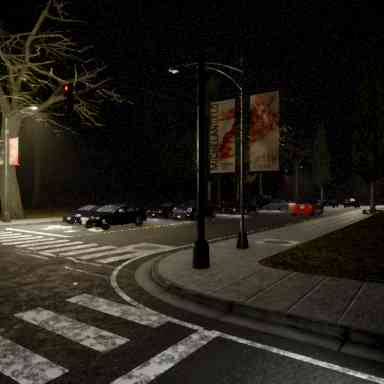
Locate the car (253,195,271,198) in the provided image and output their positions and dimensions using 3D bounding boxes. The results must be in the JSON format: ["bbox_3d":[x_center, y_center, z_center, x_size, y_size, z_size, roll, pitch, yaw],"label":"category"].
[{"bbox_3d":[9.898,1.472,48.600,2.150,2.045,5.566,0,0,38],"label":"car"}]

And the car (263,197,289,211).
[{"bbox_3d":[11.821,1.772,45.694,1.812,1.442,4.674,0,0,36],"label":"car"}]

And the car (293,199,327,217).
[{"bbox_3d":[12.112,1.547,34.539,2.097,1.767,4.553,0,0,35],"label":"car"}]

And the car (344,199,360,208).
[{"bbox_3d":[26.374,1.892,54.807,2.128,1.511,4.902,0,-1,35],"label":"car"}]

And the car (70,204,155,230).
[{"bbox_3d":[-5.035,1.567,21.821,2.128,1.511,4.902,0,0,35],"label":"car"}]

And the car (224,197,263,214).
[{"bbox_3d":[5.870,1.680,37.303,1.837,1.490,4.892,0,0,35],"label":"car"}]

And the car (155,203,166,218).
[{"bbox_3d":[-1.915,1.667,31.887,2.033,1.411,5.357,0,0,35],"label":"car"}]

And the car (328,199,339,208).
[{"bbox_3d":[23.486,1.916,56.362,1.812,1.442,4.674,0,-1,35],"label":"car"}]

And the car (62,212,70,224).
[{"bbox_3d":[-7.245,1.637,24.341,1.994,1.385,4.181,0,0,36],"label":"car"}]

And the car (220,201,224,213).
[{"bbox_3d":[3.814,1.777,40.035,1.895,1.301,4.718,0,0,35],"label":"car"}]

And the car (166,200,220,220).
[{"bbox_3d":[0.215,1.473,29.277,2.097,1.767,4.553,0,0,35],"label":"car"}]
